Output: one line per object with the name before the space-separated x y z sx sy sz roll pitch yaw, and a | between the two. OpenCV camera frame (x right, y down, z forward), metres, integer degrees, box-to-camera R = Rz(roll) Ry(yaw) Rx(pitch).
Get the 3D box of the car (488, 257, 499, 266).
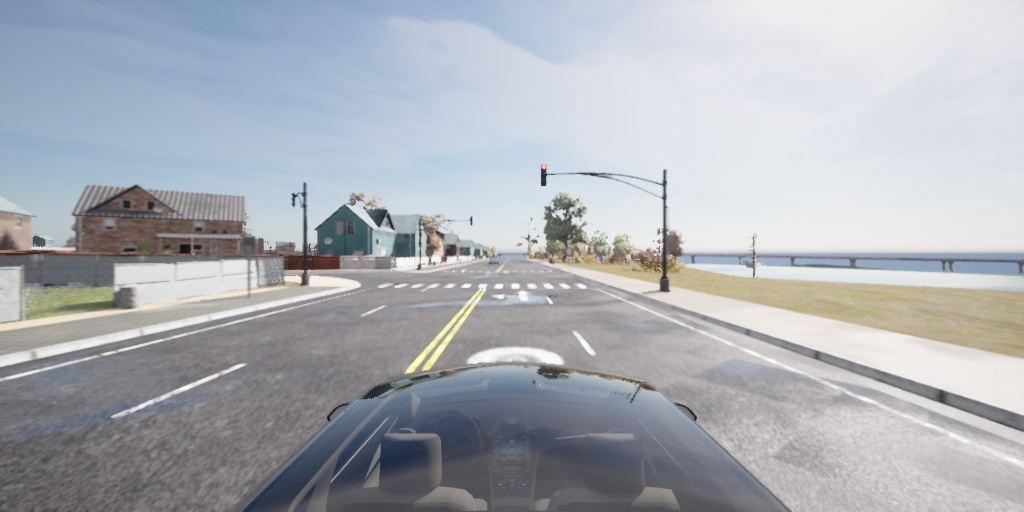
car | -3.290 0.973 64.859 2.033 1.411 5.357 0 0 0
